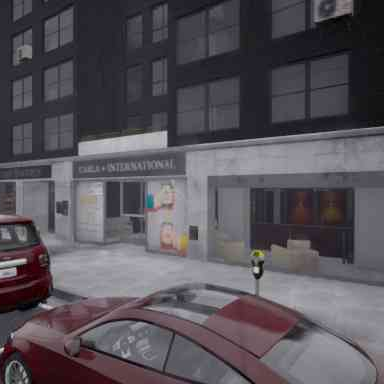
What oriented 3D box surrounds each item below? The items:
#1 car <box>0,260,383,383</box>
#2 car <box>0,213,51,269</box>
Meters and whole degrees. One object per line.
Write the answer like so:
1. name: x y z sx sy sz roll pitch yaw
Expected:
1. car: -0.137 1.582 3.170 4.206 1.307 1.802 0 0 35
2. car: -4.752 1.314 6.448 5.009 1.841 2.192 0 0 35
